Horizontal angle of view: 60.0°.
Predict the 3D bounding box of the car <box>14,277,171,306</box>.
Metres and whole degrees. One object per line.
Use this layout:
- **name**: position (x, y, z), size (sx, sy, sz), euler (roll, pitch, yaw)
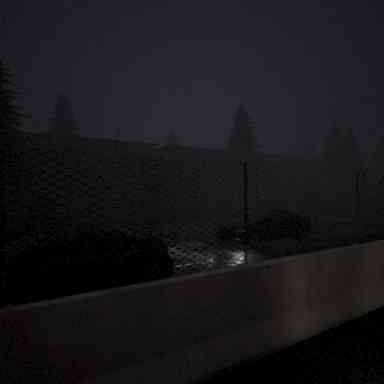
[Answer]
- **car**: position (-2.683, 1.501, 6.378), size (4.892, 1.490, 1.837), euler (0, 0, -35)
